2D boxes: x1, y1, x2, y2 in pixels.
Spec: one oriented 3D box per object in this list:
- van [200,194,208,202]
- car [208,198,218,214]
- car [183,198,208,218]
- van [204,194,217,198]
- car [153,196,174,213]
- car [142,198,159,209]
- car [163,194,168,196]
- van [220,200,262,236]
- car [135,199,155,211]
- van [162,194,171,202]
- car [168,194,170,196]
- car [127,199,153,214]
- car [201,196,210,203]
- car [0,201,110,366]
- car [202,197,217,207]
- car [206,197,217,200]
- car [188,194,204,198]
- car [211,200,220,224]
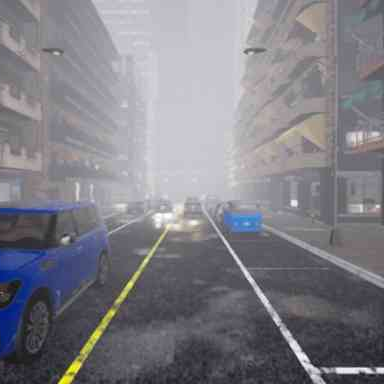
[{"bbox_3d":[2.711,1.357,74.277,1.690,1.788,3.998,-1,0,0],"label":"van"},{"bbox_3d":[2.693,1.548,29.461,1.887,1.381,4.507,-1,0,0],"label":"car"},{"bbox_3d":[0.109,1.551,30.709,2.033,1.411,5.357,0,0,0],"label":"car"},{"bbox_3d":[2.698,1.348,46.267,1.690,1.788,3.998,-1,0,0],"label":"van"},{"bbox_3d":[-3.082,1.496,37.500,2.128,1.511,4.902,0,0,0],"label":"car"},{"bbox_3d":[-5.679,1.588,46.300,1.802,1.307,4.206,-1,0,0],"label":"car"},{"bbox_3d":[-5.675,1.449,57.504,1.967,1.590,4.097,-1,0,0],"label":"car"},{"bbox_3d":[2.685,1.343,18.258,1.690,1.788,3.998,-1,0,0],"label":"van"},{"bbox_3d":[-5.682,1.549,40.698,1.887,1.381,4.507,-1,0,0],"label":"car"},{"bbox_3d":[-5.669,1.356,74.310,1.690,1.788,3.998,-1,0,0],"label":"van"},{"bbox_3d":[-5.671,1.577,63.105,1.947,1.339,4.313,-1,0,0],"label":"car"},{"bbox_3d":[-5.684,1.569,35.096,1.947,1.339,4.313,-1,0,0],"label":"car"},{"bbox_3d":[2.711,1.539,68.845,1.752,1.417,4.829,-1,0,0],"label":"car"},{"bbox_3d":[-3.097,1.223,6.164,2.150,2.045,5.566,0,0,0],"label":"car"},{"bbox_3d":[2.704,1.559,51.870,2.008,1.369,4.403,-1,0,0],"label":"car"},{"bbox_3d":[2.696,1.570,35.063,1.947,1.339,4.313,-1,0,0],"label":"car"},{"bbox_3d":[0.086,1.357,42.342,2.097,1.767,4.553,0,0,0],"label":"car"},{"bbox_3d":[2.691,1.553,23.859,2.008,1.369,4.403,-1,0,0],"label":"car"}]
